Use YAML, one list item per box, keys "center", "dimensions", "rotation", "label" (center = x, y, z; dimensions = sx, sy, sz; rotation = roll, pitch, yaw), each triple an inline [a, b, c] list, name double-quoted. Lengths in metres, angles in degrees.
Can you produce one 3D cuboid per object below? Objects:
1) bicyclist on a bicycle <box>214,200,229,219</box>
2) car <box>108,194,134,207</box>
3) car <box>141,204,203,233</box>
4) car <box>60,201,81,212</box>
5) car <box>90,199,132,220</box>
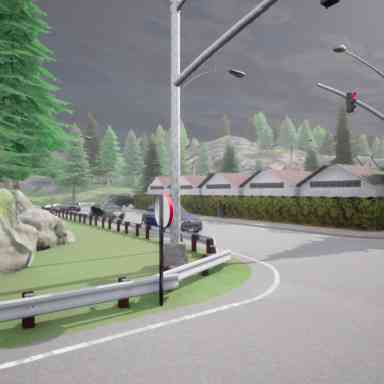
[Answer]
- center: [2.507, 1.494, 28.077]
  dimensions: [1.656, 1.620, 0.582]
  rotation: [0, 0, -35]
  label: "bicyclist on a bicycle"
- center: [-10.971, 1.398, 53.185]
  dimensions: [2.150, 2.045, 5.566]
  rotation: [0, 0, 33]
  label: "car"
- center: [-1.317, 1.544, 20.497]
  dimensions: [2.097, 1.767, 4.553]
  rotation: [0, 0, -35]
  label: "car"
- center: [-14.825, 1.751, 40.343]
  dimensions: [1.994, 1.385, 4.181]
  rotation: [0, 0, -28]
  label: "car"
- center: [-7.504, 1.682, 29.350]
  dimensions: [2.128, 1.511, 4.902]
  rotation: [0, 0, -35]
  label: "car"
